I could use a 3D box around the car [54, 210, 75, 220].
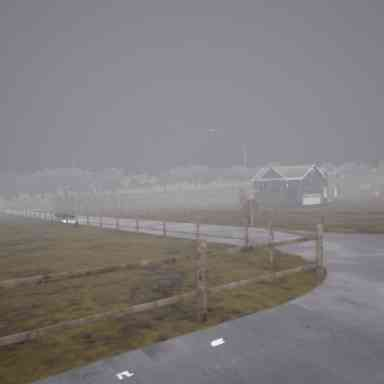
[{"bbox_3d":[-19.061,3.410,49.775,1.895,1.301,4.718,-3,0,-36],"label":"car"}]
